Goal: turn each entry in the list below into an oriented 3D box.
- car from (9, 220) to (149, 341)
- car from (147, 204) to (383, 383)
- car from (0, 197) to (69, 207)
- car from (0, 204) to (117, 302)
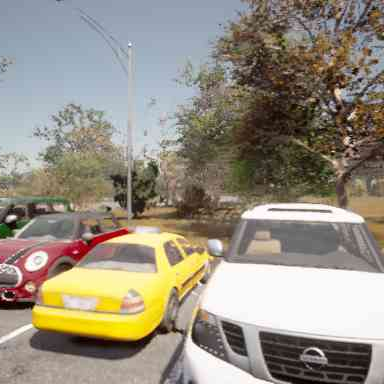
[{"bbox_3d":[-0.826,1.480,6.893,1.946,1.575,5.366,0,-1,15],"label":"car"},{"bbox_3d":[1.569,1.238,4.970,2.435,2.045,5.566,1,-1,15],"label":"car"},{"bbox_3d":[-5.744,1.185,10.072,2.435,2.045,5.566,1,0,14],"label":"car"},{"bbox_3d":[-3.292,1.336,8.440,2.185,1.767,4.553,1,0,15],"label":"car"}]
